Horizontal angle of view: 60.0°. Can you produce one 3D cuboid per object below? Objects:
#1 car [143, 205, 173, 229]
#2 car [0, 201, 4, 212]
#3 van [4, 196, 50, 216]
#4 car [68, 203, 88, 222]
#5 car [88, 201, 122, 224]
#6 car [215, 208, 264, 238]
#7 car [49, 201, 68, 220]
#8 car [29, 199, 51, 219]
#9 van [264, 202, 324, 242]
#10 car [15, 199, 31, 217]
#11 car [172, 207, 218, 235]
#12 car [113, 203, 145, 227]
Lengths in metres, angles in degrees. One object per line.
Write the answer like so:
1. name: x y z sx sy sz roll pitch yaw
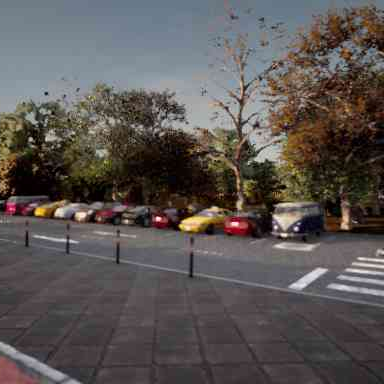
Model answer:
1. car: -0.821 1.786 23.357 2.163 1.488 4.792 0 0 35
2. car: -21.212 1.681 37.783 2.163 1.488 4.792 0 0 35
3. van: -16.603 1.447 34.686 1.878 1.987 4.442 0 0 35
4. car: -7.604 1.594 28.183 2.185 1.767 4.553 0 0 35
5. car: -5.357 1.731 26.554 2.097 1.535 5.008 0 0 35
6. car: 3.704 1.812 20.141 2.163 1.488 4.792 0 0 35
7. car: -9.886 1.748 29.764 2.002 1.452 4.674 0 0 35
8. car: -12.150 1.696 31.370 2.097 1.535 5.008 0 0 35
9. van: 5.881 1.570 18.414 1.878 1.987 4.442 0 0 35
10. car: -14.412 1.725 32.981 2.002 1.452 4.674 0 0 35
11. car: 1.316 1.766 21.574 1.946 1.575 5.366 0 0 35
12. car: -3.102 1.745 24.936 2.231 1.521 4.892 0 0 35
